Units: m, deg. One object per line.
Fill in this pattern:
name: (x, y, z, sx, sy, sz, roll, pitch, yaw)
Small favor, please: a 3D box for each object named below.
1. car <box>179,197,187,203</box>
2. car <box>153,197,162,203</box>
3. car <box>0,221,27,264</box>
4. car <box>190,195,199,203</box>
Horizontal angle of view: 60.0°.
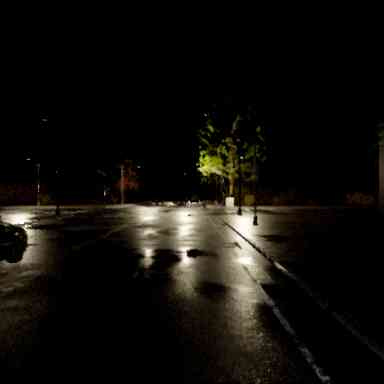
car: (-2.586, 2.272, 92.091, 2.033, 1.411, 5.357, 0, 0, 1)
car: (-9.159, 2.062, 88.120, 2.097, 1.767, 4.553, 0, 0, 1)
car: (-6.588, 1.576, 9.493, 2.128, 1.511, 4.902, 0, 0, 0)
car: (0.663, 2.087, 92.003, 2.097, 1.767, 4.553, 0, 0, 1)
